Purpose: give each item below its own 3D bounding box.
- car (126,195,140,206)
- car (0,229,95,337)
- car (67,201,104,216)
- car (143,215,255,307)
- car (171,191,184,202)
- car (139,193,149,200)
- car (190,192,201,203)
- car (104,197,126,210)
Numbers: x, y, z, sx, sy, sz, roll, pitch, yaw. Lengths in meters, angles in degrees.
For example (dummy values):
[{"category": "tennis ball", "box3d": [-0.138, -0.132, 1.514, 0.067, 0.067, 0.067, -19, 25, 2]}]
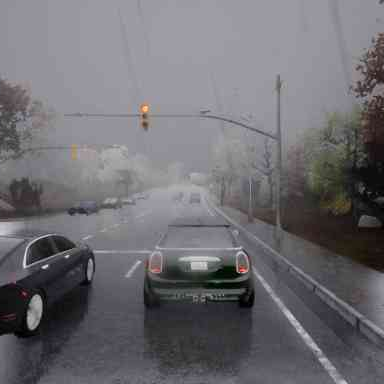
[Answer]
[{"category": "car", "box3d": [-10.172, 1.521, 53.364, 1.994, 1.385, 4.181, 0, 1, 0]}, {"category": "car", "box3d": [-3.377, 1.505, 6.627, 1.837, 1.490, 4.892, 0, 0, 0]}, {"category": "car", "box3d": [-10.365, 1.601, 32.184, 1.895, 1.301, 4.718, 0, 0, 1]}, {"category": "car", "box3d": [0.143, 1.352, 8.127, 2.097, 1.767, 4.553, 0, 0, 0]}, {"category": "car", "box3d": [-2.984, 1.070, 64.608, 2.033, 1.411, 5.357, 0, 3, 1]}, {"category": "car", "box3d": [-9.951, 0.879, 68.445, 2.033, 1.411, 5.357, 0, 3, 0]}, {"category": "car", "box3d": [0.582, 1.258, 60.813, 2.033, 1.411, 5.357, 0, 3, 1]}, {"category": "car", "box3d": [-10.266, 1.478, 42.953, 1.882, 1.535, 5.008, 0, 0, 0]}]
